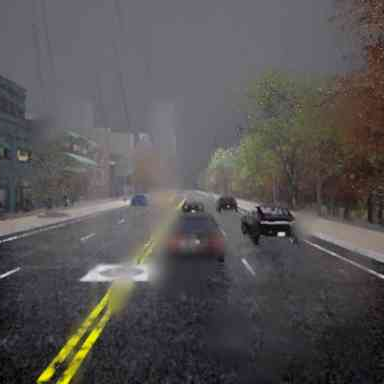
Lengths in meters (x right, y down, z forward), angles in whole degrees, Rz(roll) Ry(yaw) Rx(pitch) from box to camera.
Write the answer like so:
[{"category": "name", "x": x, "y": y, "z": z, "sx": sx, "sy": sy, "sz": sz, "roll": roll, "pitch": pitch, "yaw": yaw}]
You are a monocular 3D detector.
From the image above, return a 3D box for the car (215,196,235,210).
[{"category": "car", "x": 3.359, "y": 1.157, "z": 33.136, "sx": 1.882, "sy": 1.535, "sz": 5.008, "roll": 0, "pitch": 1, "yaw": 0}]

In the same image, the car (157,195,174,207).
[{"category": "car", "x": -3.324, "y": 1.070, "z": 42.220, "sx": 1.882, "sy": 1.535, "sz": 5.008, "roll": 0, "pitch": 0, "yaw": 0}]

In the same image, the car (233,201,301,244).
[{"category": "car", "x": 3.353, "y": 1.347, "z": 14.895, "sx": 2.128, "sy": 1.511, "sz": 4.902, "roll": 0, "pitch": 1, "yaw": 0}]

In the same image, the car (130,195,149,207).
[{"category": "car", "x": -6.573, "y": 1.071, "z": 42.145, "sx": 1.882, "sy": 1.535, "sz": 5.008, "roll": 0, "pitch": 1, "yaw": 0}]

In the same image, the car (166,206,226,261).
[{"category": "car", "x": 0.104, "y": 1.433, "z": 11.722, "sx": 2.033, "sy": 1.411, "sz": 5.357, "roll": 0, "pitch": 1, "yaw": 0}]

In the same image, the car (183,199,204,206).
[{"category": "car", "x": 0.108, "y": 1.309, "z": 30.220, "sx": 1.895, "sy": 1.301, "sz": 4.718, "roll": 0, "pitch": 1, "yaw": 0}]
